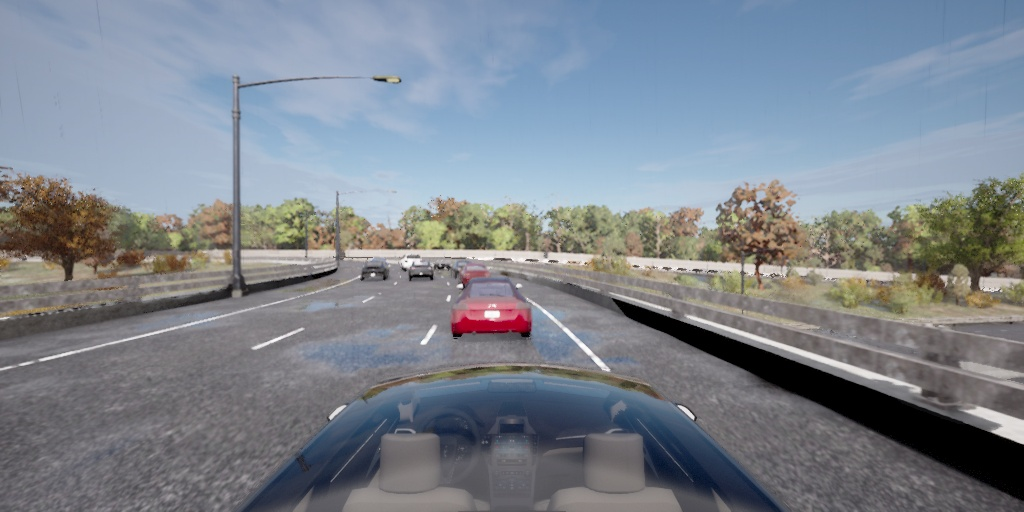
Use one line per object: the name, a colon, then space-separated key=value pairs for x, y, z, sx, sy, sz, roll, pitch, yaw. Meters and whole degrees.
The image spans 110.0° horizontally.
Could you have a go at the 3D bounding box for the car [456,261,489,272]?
car: x=-2.351 y=1.154 z=22.348 sx=1.812 sy=1.442 sz=4.674 roll=0 pitch=0 yaw=-11

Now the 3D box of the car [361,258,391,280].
car: x=-10.900 y=1.101 z=28.746 sx=1.837 sy=1.490 sz=4.892 roll=0 pitch=1 yaw=-15

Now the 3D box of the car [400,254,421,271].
car: x=-12.064 y=0.735 z=42.836 sx=2.150 sy=2.045 sz=5.566 roll=0 pitch=1 yaw=-22

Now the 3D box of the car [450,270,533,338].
car: x=-0.615 y=1.265 z=10.061 sx=1.994 sy=1.385 sz=4.181 roll=0 pitch=0 yaw=-5

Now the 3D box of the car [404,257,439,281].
car: x=-7.234 y=1.086 z=28.607 sx=2.128 sy=1.511 sz=4.902 roll=0 pitch=0 yaw=-14

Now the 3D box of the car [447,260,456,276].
car: x=-4.218 y=1.105 z=30.736 sx=1.812 sy=1.442 sz=4.674 roll=0 pitch=1 yaw=-15

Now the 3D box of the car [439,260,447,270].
car: x=-8.502 y=1.107 z=43.336 sx=1.895 sy=1.301 sz=4.718 roll=0 pitch=0 yaw=-22
